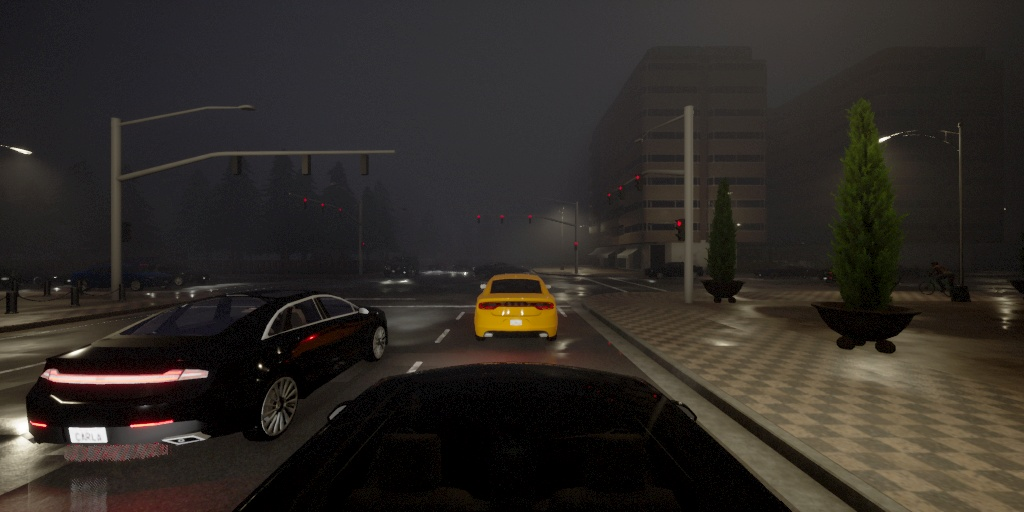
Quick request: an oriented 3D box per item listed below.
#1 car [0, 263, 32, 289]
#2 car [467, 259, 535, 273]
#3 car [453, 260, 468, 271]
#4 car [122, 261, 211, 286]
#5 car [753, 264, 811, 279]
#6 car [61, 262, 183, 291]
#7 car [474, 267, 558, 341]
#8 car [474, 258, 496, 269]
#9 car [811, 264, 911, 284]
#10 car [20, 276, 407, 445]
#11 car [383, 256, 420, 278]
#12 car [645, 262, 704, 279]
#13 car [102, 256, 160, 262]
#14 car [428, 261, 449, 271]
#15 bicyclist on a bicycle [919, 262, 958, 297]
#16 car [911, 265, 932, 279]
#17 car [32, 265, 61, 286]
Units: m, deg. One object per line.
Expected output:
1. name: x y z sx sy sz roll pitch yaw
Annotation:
1. car: -33.373 1.027 21.671 5.566 2.045 2.150 0 0 0
2. car: -0.818 1.259 28.347 4.902 1.511 2.128 0 0 37
3. car: -6.668 1.228 48.411 1.882 1.535 5.008 0 0 3
4. car: -24.023 1.310 25.209 4.892 1.490 1.837 0 0 1
5. car: 24.715 1.406 32.539 4.718 1.301 1.895 0 0 0
6. car: -23.438 1.283 21.699 5.008 1.535 1.882 0 0 0
7. car: 0.104 1.228 9.922 1.882 1.535 5.008 0 0 0
8. car: -4.536 1.249 61.310 1.837 1.490 4.892 0 2 20
9. car: 24.560 1.312 25.348 4.892 1.490 1.837 -1 0 0
10. car: -3.424 1.242 5.339 2.128 1.511 4.902 0 0 0
11. car: -10.500 1.003 34.565 2.150 2.045 5.566 0 0 1
12. car: 14.639 1.283 32.510 5.008 1.535 1.882 0 0 0
13. car: -34.819 1.027 32.347 5.566 2.045 2.150 0 0 0
14. car: -10.150 1.351 49.634 1.895 1.301 4.718 0 0 4
15. bicyclist on a bicycle: 20.283 1.106 17.043 0.582 1.620 1.656 0 0 0
16. car: 34.915 1.406 32.560 4.718 1.301 1.895 0 0 0
17. car: -33.765 1.353 25.168 5.357 1.411 2.033 0 0 0
